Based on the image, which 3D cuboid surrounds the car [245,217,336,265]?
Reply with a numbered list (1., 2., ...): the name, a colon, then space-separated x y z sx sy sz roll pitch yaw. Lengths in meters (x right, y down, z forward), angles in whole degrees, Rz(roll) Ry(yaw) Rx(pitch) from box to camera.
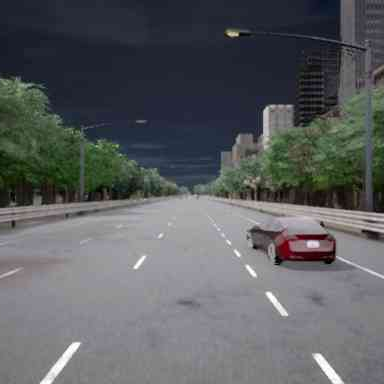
1. car: 3.450 1.625 12.271 2.163 1.488 4.792 0 -1 -4
